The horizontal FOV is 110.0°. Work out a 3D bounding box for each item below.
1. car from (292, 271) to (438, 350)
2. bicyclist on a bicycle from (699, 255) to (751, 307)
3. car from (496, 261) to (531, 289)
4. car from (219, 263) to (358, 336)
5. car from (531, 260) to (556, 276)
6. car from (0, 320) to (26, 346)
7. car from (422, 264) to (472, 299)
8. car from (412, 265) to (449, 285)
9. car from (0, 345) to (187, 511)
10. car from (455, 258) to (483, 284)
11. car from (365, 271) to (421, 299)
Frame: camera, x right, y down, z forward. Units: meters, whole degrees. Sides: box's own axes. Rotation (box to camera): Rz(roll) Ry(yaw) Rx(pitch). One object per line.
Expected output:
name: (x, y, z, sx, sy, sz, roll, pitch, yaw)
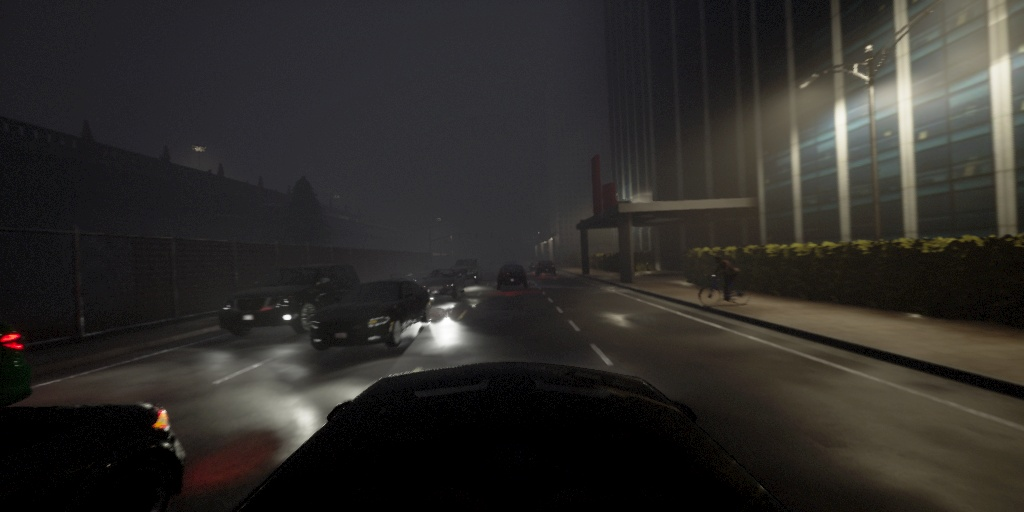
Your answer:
car: (-3.638, 1.410, 10.068, 1.882, 1.535, 5.008, -2, 0, 0)
bicyclist on a bicycle: (6.700, 0.786, 11.323, 1.656, 1.620, 0.582, -3, 0, 0)
car: (-0.003, 1.289, 23.836, 1.882, 1.535, 5.008, -2, 0, 0)
car: (-7.155, 1.313, 12.460, 2.150, 2.045, 5.566, -2, 0, 0)
car: (3.391, 1.178, 37.173, 1.882, 1.535, 5.008, -2, 0, 0)
car: (-7.135, 1.284, 2.097, 2.150, 2.045, 5.566, -2, 0, 0)
car: (-3.679, 1.452, 19.556, 2.128, 1.511, 4.902, -2, 0, -1)
car: (-7.201, 1.639, 32.052, 2.128, 1.511, 4.902, -2, 0, 0)
car: (-3.593, 1.470, 1.091, 1.994, 1.385, 4.181, -2, 0, 0)
car: (-3.717, 1.212, 29.997, 2.150, 2.045, 5.566, -2, 0, 0)
car: (-7.178, 1.721, 22.209, 1.895, 1.301, 4.718, -2, 0, 0)
